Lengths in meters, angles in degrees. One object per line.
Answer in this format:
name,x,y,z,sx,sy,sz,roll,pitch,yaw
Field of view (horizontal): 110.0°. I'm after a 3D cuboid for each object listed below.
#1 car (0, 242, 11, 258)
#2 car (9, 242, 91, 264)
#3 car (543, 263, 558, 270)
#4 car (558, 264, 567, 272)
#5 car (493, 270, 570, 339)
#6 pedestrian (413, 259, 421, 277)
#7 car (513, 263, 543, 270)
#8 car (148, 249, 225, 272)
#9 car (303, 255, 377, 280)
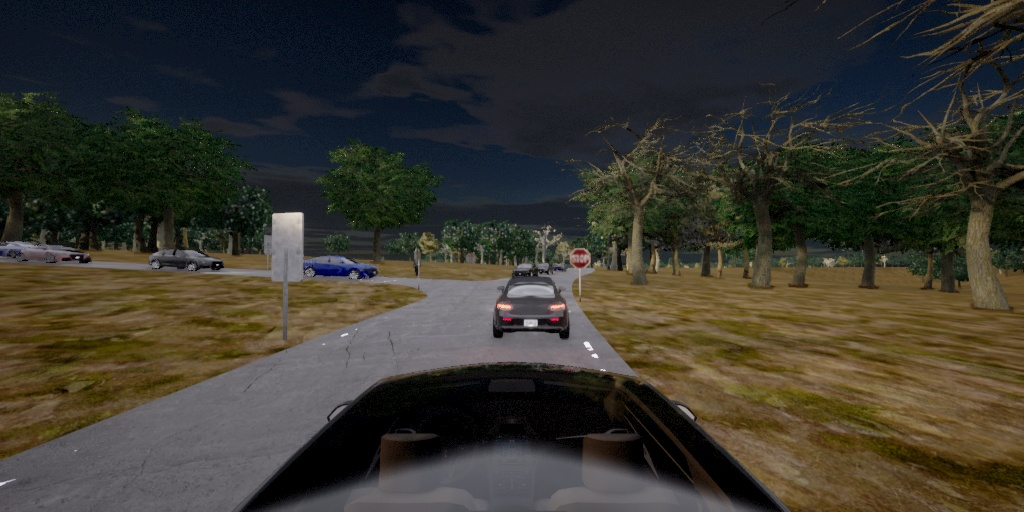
car,-43.276,-0.499,31.229,4.674,1.442,1.812,3,-1,7
car,-34.392,-0.137,27.001,4.181,1.385,1.994,2,-2,7
car,4.183,1.638,45.925,1.837,1.490,4.892,0,-1,17
car,7.419,1.912,56.680,1.895,1.301,4.718,0,-1,16
car,0.538,1.281,10.018,1.812,1.442,4.674,0,0,3
pedestrian,-8.021,0.849,30.159,0.375,1.860,0.375,0,-4,7
car,1.454,1.455,36.268,1.882,1.535,5.008,0,-1,16
car,-23.192,0.293,25.616,4.892,1.490,1.837,2,-1,7
car,-11.662,0.761,24.238,5.008,1.535,1.882,2,-1,6
